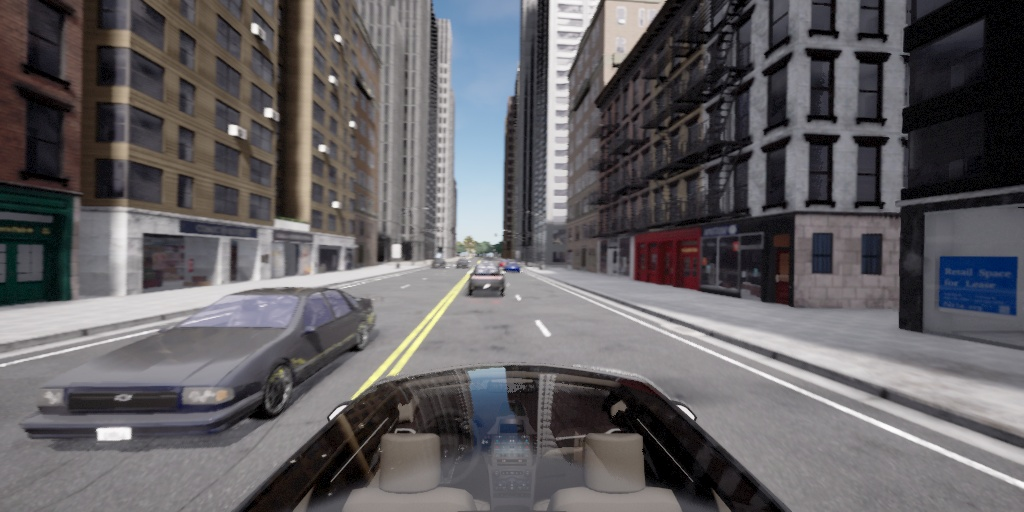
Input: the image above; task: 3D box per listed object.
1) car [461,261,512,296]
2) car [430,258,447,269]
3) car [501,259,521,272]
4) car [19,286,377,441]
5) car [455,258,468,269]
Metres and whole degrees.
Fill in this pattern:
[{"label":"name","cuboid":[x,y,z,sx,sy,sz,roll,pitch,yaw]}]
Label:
[{"label":"car","cuboid":[-1.365,1.215,19.267,2.128,1.511,4.902,1,0,-4]},{"label":"car","cuboid":[-10.398,1.063,50.998,1.837,1.490,4.892,1,-1,-4]},{"label":"car","cuboid":[-0.037,1.302,44.847,1.994,1.385,4.181,1,0,-4]},{"label":"car","cuboid":[-3.820,1.232,5.925,2.033,1.411,5.357,1,0,-4]},{"label":"car","cuboid":[-7.279,1.122,53.086,1.837,1.490,4.892,1,0,-4]}]
